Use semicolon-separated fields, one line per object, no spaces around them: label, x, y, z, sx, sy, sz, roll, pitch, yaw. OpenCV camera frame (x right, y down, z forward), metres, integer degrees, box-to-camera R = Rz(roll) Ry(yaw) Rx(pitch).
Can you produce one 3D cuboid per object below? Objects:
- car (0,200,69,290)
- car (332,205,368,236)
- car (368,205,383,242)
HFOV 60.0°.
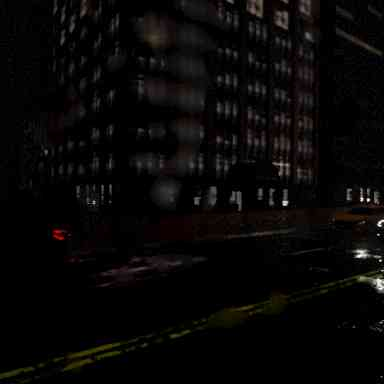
car;-5.800;1.226;7.684;5.566;2.045;2.150;0;0;-33
car;9.854;1.499;18.697;5.008;1.535;1.882;0;0;-35
car;10.274;1.371;15.004;4.553;1.767;2.097;0;0;-35
